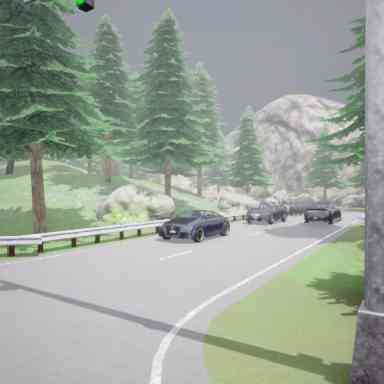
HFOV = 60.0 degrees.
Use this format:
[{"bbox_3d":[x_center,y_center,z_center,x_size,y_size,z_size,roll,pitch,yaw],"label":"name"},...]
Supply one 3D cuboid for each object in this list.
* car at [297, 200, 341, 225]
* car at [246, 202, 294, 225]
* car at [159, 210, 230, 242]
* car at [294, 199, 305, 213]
[{"bbox_3d":[9.582,1.567,24.224,2.128,1.511,4.902,0,-1,33],"label":"car"},{"bbox_3d":[5.663,1.510,24.816,2.128,1.511,4.902,0,0,33],"label":"car"},{"bbox_3d":[0.222,1.579,16.491,1.994,1.385,4.181,0,0,33],"label":"car"},{"bbox_3d":[11.034,1.526,33.508,1.837,1.490,4.892,0,0,26],"label":"car"}]
